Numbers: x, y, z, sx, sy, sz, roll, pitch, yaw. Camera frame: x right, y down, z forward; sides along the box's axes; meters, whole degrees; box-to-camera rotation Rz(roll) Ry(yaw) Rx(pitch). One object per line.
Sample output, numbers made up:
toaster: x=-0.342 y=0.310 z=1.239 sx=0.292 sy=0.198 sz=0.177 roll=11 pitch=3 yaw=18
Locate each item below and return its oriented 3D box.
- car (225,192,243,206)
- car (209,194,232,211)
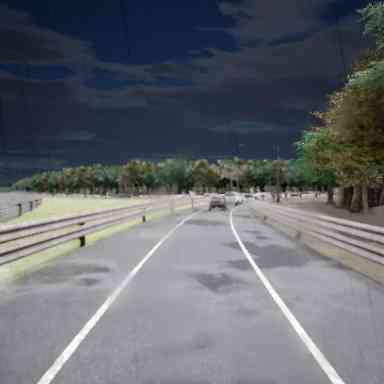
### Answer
car: x=6.392 y=1.009 z=51.628 sx=2.150 sy=2.045 sz=5.566 roll=1 pitch=1 yaw=19
car: x=3.200 y=1.368 z=39.431 sx=1.837 sy=1.490 sz=4.892 roll=1 pitch=1 yaw=13
